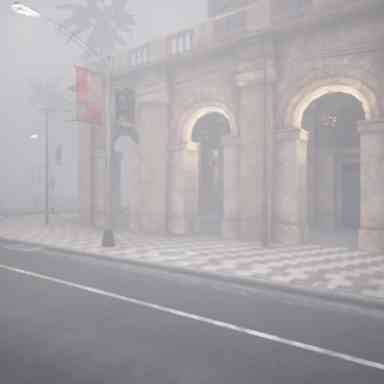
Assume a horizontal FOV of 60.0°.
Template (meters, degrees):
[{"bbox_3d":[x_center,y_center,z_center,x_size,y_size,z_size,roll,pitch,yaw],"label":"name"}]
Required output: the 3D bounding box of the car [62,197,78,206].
[{"bbox_3d":[-18.957,1.543,54.769,2.161,1.482,4.786,0,0,35],"label":"car"}]
